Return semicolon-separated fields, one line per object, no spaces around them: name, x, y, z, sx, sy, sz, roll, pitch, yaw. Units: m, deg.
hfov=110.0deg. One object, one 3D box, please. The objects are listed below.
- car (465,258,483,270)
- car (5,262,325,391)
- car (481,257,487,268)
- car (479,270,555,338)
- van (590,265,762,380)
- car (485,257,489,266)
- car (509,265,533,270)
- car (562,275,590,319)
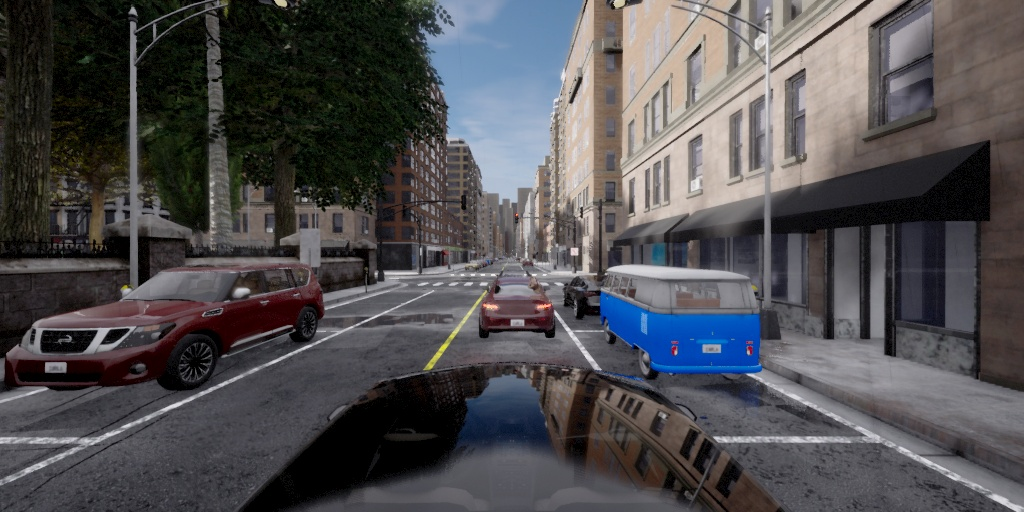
car;-5.564;1.248;50.483;1.751;1.417;4.829;0;0;0
car;-5.657;1.064;6.965;2.192;1.841;5.009;0;0;0
car;-5.552;1.271;56.104;2.007;1.370;4.403;0;0;0
car;0.123;1.274;10.027;1.812;1.442;4.674;0;0;0
van;2.867;1.090;6.986;1.690;1.789;3.998;0;0;0
car;-5.540;1.265;61.555;1.888;1.381;4.507;0;0;0
car;0.112;1.345;18.849;1.895;1.301;4.718;0;0;-1
car;2.880;1.313;12.647;1.948;1.339;4.313;0;0;0
